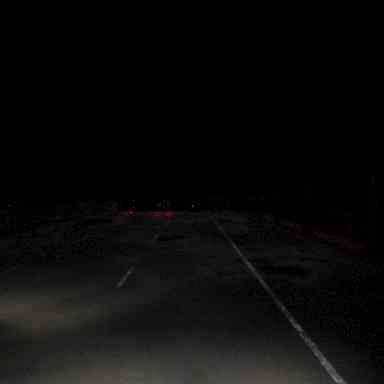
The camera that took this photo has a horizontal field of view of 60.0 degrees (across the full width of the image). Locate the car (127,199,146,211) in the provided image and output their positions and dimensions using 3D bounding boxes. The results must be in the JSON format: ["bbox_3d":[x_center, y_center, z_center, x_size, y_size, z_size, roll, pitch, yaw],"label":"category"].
[{"bbox_3d":[-6.903,1.670,41.718,1.837,1.490,4.892,0,-2,0],"label":"car"}]

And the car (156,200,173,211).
[{"bbox_3d":[-3.402,1.725,42.495,1.812,1.442,4.674,0,-3,0],"label":"car"}]

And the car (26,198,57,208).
[{"bbox_3d":[-17.592,1.708,40.067,1.895,1.301,4.718,0,-2,0],"label":"car"}]

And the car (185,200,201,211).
[{"bbox_3d":[0.098,1.768,42.635,1.994,1.385,4.181,0,-2,0],"label":"car"}]

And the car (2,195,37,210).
[{"bbox_3d":[-21.087,1.367,41.188,2.150,2.045,5.566,0,-2,0],"label":"car"}]

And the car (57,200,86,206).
[{"bbox_3d":[-14.095,1.672,40.601,2.033,1.411,5.357,0,-2,0],"label":"car"}]
